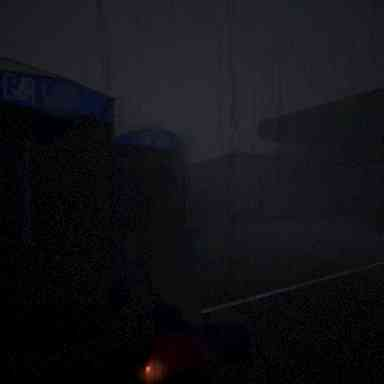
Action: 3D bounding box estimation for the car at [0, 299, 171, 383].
[{"bbox_3d":[-2.755,1.558,2.021,5.357,1.411,2.033,0,0,-36],"label":"car"}]

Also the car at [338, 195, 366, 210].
[{"bbox_3d":[17.863,1.234,37.858,4.611,1.667,2.242,-1,0,-36],"label":"car"}]
